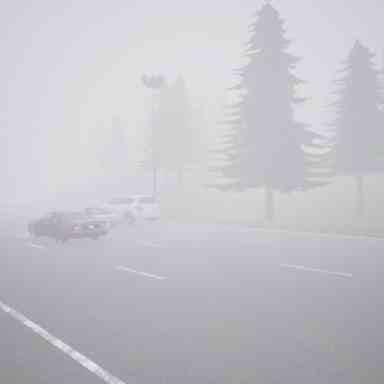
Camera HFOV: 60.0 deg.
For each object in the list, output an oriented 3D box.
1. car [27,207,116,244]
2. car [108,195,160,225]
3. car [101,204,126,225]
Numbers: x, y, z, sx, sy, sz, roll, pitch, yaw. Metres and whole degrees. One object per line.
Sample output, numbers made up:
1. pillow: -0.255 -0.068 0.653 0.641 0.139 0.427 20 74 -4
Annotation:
1. car: -6.265 1.613 16.434 5.357 1.411 2.033 -1 0 44
2. car: -4.740 1.268 24.649 5.566 2.045 2.150 -1 0 44
3. car: -6.637 1.670 21.626 4.718 1.301 1.895 -1 0 44
